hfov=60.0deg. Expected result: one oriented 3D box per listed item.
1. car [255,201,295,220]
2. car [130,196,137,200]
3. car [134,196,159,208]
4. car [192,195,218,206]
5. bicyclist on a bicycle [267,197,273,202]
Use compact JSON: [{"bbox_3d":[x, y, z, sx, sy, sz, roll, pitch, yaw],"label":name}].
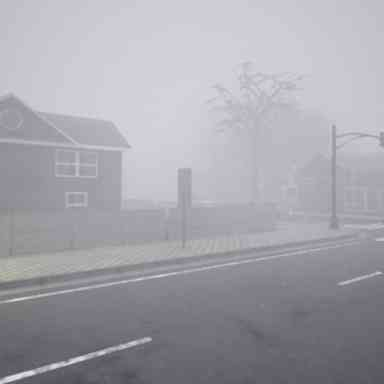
[{"bbox_3d":[6.435,1.551,28.335,2.128,1.511,4.902,0,0,-35],"label":"car"},{"bbox_3d":[-9.097,1.471,55.383,2.097,1.767,4.553,0,0,-35],"label":"car"},{"bbox_3d":[-5.408,1.644,45.085,2.033,1.411,5.357,0,0,-35],"label":"car"},{"bbox_3d":[0.713,1.299,36.423,2.150,2.045,5.566,0,0,-35],"label":"car"},{"bbox_3d":[8.342,1.376,35.778,1.656,1.620,0.582,0,0,-35],"label":"bicyclist on a bicycle"}]
